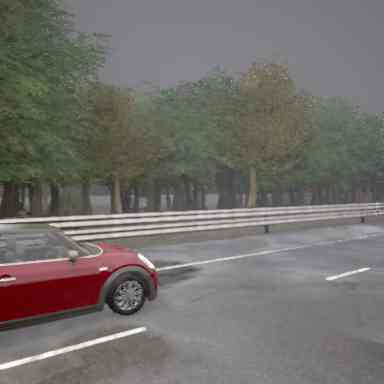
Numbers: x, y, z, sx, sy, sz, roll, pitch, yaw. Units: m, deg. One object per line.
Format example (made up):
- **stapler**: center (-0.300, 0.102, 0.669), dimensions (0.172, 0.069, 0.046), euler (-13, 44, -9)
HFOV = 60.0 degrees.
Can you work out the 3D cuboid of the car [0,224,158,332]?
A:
- **car**: center (-2.869, 1.354, 5.997), dimensions (4.553, 1.767, 2.097), euler (0, 0, -36)
